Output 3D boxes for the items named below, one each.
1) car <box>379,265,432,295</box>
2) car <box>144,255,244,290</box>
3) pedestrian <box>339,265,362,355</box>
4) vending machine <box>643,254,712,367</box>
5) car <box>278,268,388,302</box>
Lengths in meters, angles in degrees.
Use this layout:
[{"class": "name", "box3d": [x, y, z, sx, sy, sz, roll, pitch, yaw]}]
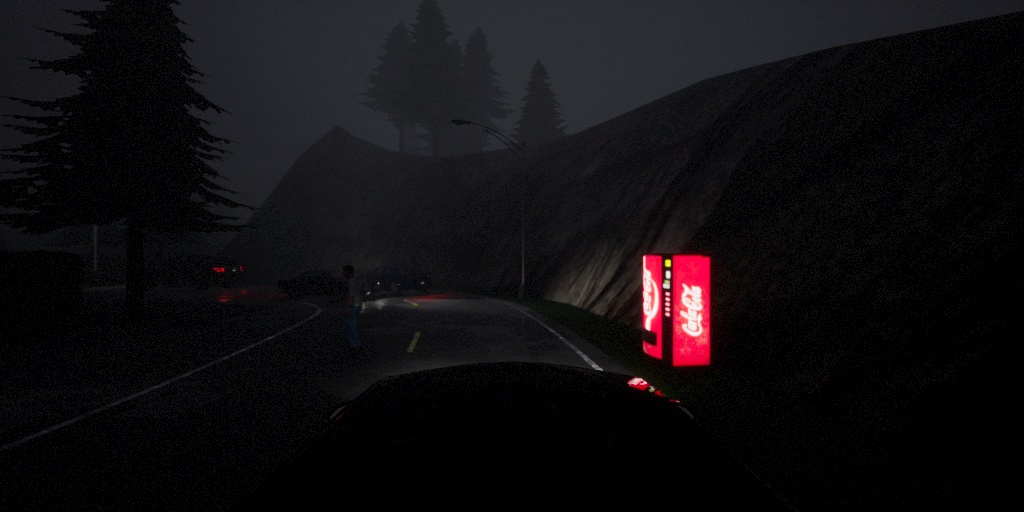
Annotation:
[{"class": "car", "box3d": [-6.580, 1.230, 19.811, 5.008, 1.535, 1.882, 0, 0, 36]}, {"class": "car", "box3d": [-19.726, 0.974, 22.059, 5.566, 2.045, 2.150, 0, 0, 2]}, {"class": "pedestrian", "box3d": [-3.249, 1.045, 7.301, 0.375, 1.860, 0.375, 0, 0, -8]}, {"class": "vending machine", "box3d": [3.204, 0.946, 7.049, 1.100, 2.100, 0.880, 0, 0, -7]}, {"class": "car", "box3d": [-8.499, 1.352, 16.847, 4.718, 1.301, 1.895, 0, 0, 21]}]
